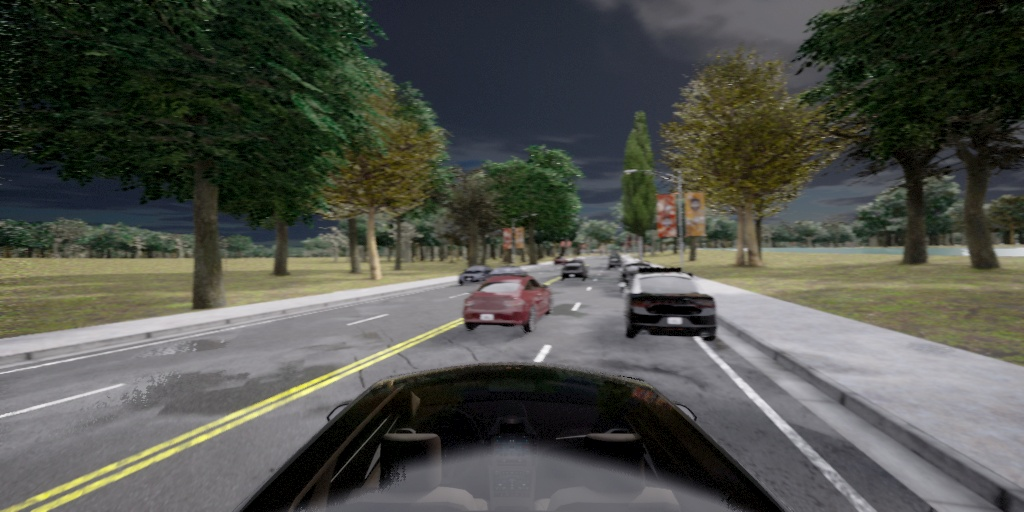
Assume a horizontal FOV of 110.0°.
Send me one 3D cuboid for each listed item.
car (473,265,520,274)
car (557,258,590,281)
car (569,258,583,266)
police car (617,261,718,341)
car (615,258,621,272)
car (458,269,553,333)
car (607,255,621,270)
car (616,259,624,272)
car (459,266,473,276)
[{"bbox_3d":[-0.323,1.333,22.258,2.033,1.411,5.357,-1,0,16],"label":"car"},{"bbox_3d":[5.075,1.170,28.658,1.837,1.490,4.892,-1,0,16],"label":"car"},{"bbox_3d":[11.331,1.012,63.133,1.994,1.385,4.181,-1,0,16],"label":"car"},{"bbox_3d":[4.016,1.104,9.801,1.930,1.638,5.238,-1,0,16],"label":"police car"},{"bbox_3d":[8.351,1.118,25.090,1.812,1.442,4.674,-1,0,16],"label":"car"},{"bbox_3d":[0.025,1.294,10.836,1.812,1.442,4.674,-1,0,16],"label":"car"},{"bbox_3d":[13.377,0.965,46.314,1.837,1.490,4.892,-1,0,16],"label":"car"},{"bbox_3d":[6.715,1.133,19.317,1.837,1.490,4.892,-1,0,16],"label":"car"},{"bbox_3d":[-2.458,1.398,26.633,1.994,1.385,4.181,-1,0,16],"label":"car"}]
